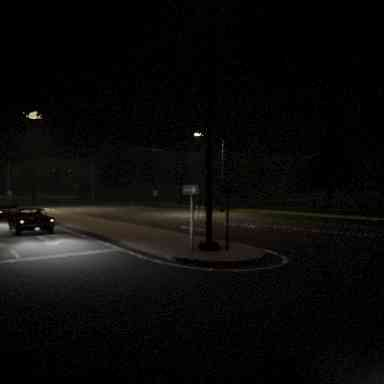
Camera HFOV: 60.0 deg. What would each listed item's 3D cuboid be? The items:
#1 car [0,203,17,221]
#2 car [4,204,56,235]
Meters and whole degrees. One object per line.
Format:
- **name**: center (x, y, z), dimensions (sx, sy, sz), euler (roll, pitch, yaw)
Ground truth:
- **car**: center (-15.014, 1.593, 27.336), dimensions (1.895, 1.301, 4.718), euler (0, 0, -35)
- **car**: center (-9.229, 1.593, 19.000), dimensions (1.895, 1.301, 4.718), euler (0, 0, -35)
